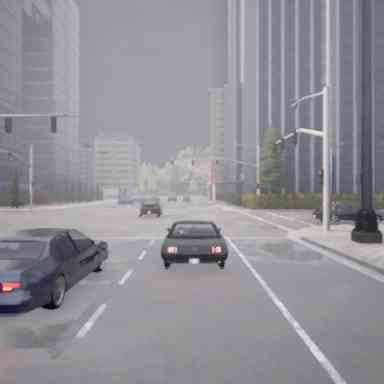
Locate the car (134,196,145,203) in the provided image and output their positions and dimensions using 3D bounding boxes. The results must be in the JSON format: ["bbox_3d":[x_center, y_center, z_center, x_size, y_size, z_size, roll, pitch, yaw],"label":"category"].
[{"bbox_3d":[-11.673,1.544,73.669,1.812,1.442,4.674,0,0,-1],"label":"car"}]

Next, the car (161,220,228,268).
[{"bbox_3d":[0.067,1.604,11.298,1.895,1.301,4.718,0,0,0],"label":"car"}]

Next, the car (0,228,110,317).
[{"bbox_3d":[-3.436,1.549,7.763,2.033,1.411,5.357,0,0,0],"label":"car"}]

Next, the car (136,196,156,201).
[{"bbox_3d":[-7.960,1.579,57.505,1.994,1.385,4.181,0,0,0],"label":"car"}]

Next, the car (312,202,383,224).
[{"bbox_3d":[11.253,1.512,24.064,4.892,1.490,1.837,0,-1,-1],"label":"car"}]

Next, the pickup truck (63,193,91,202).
[{"bbox_3d":[-24.776,1.077,72.413,2.390,2.098,6.274,0,0,30],"label":"pickup truck"}]

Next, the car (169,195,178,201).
[{"bbox_3d":[-4.898,1.458,88.083,2.128,1.511,4.902,0,0,-1],"label":"car"}]

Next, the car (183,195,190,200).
[{"bbox_3d":[-1.398,1.528,88.166,1.895,1.301,4.718,0,0,-1],"label":"car"}]

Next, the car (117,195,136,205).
[{"bbox_3d":[-11.459,1.367,57.388,2.097,1.767,4.553,0,0,0],"label":"car"}]

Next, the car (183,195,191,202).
[{"bbox_3d":[-1.232,1.553,77.520,2.033,1.411,5.357,0,0,-1],"label":"car"}]

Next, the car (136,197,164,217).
[{"bbox_3d":[-3.819,1.514,31.642,1.837,1.490,4.892,0,0,-1],"label":"car"}]

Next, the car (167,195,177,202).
[{"bbox_3d":[-4.737,1.538,77.834,1.812,1.442,4.674,0,0,-1],"label":"car"}]
